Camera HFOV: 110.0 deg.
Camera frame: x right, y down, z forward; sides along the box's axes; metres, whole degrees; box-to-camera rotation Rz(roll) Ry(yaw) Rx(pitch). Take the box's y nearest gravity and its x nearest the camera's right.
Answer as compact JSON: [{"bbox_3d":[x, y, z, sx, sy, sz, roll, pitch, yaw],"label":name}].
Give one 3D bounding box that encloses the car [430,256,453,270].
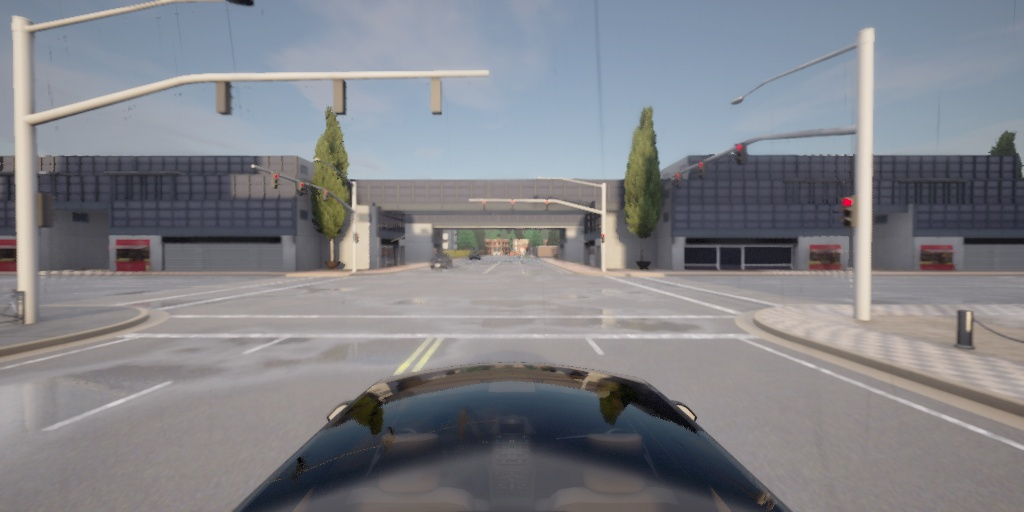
[{"bbox_3d":[-7.654,0.730,39.332,2.128,1.511,4.902,0,2,0],"label":"car"}]
